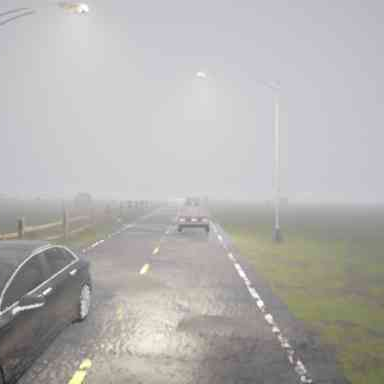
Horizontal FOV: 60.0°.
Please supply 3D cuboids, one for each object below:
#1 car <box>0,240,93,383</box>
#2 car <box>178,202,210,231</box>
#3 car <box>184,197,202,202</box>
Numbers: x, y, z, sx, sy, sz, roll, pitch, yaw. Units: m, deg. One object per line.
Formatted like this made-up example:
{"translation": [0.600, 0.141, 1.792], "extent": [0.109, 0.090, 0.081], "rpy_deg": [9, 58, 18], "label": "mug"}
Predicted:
{"translation": [-2.751, 1.504, 4.380], "extent": [1.837, 1.490, 4.892], "rpy_deg": [0, 0, 0], "label": "car"}
{"translation": [0.093, 1.540, 20.292], "extent": [2.033, 1.411, 5.357], "rpy_deg": [0, 0, 0], "label": "car"}
{"translation": [0.089, 1.334, 39.156], "extent": [2.097, 1.767, 4.553], "rpy_deg": [0, 0, 0], "label": "car"}
